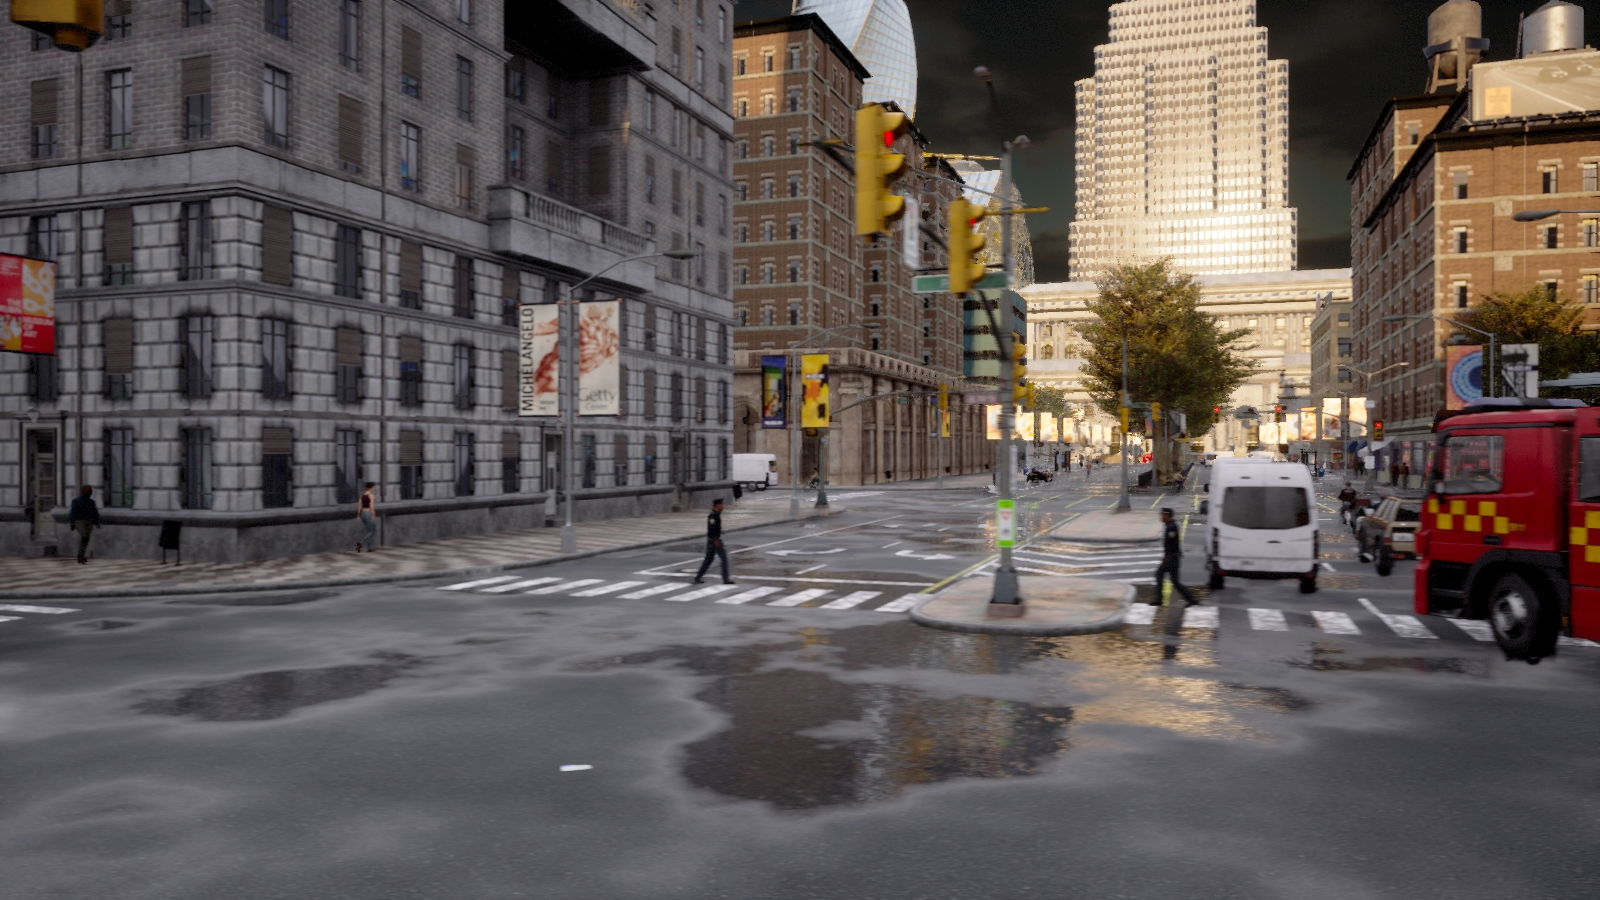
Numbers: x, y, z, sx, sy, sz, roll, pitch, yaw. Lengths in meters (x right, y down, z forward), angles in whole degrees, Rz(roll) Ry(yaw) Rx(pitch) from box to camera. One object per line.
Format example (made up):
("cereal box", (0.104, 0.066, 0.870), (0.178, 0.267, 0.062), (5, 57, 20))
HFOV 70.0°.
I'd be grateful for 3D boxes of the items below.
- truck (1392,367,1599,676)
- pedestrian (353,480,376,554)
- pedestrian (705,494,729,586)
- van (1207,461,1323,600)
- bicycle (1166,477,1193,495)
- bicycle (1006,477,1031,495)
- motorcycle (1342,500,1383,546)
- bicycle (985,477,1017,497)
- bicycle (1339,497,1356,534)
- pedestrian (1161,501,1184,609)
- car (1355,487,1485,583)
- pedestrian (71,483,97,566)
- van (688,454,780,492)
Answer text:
("truck", (11.685, 0.890, 13.558), (2.891, 3.827, 8.468), (0, 0, -21))
("pedestrian", (-11.099, 1.696, 29.117), (0.375, 1.860, 0.375), (0, 0, 27))
("pedestrian", (-1.709, 1.849, 23.646), (0.375, 1.860, 0.375), (0, 0, 19))
("van", (9.807, 1.534, 24.497), (1.988, 2.561, 5.915), (0, 0, 19))
("bicycle", (23.557, 2.256, 70.911), (1.487, 1.080, 0.859), (0, -1, -38))
("bicycle", (13.663, 2.256, 71.402), (1.487, 1.080, 0.859), (0, 0, 17))
("motorcycle", (17.226, 2.205, 35.011), (0.867, 1.251, 2.209), (0, 0, 20))
("bicycle", (11.845, 2.210, 67.480), (1.835, 1.171, 0.329), (0, 0, 3))
("bicycle", (18.598, 2.210, 38.802), (0.329, 1.171, 1.835), (0, 0, 19))
("pedestrian", (6.572, 1.849, 20.169), (0.375, 1.860, 0.375), (0, 0, 16))
("car", (14.262, 1.864, 26.546), (1.932, 1.855, 4.605), (0, 0, 19))
("pedestrian", (-16.352, 1.696, 26.097), (0.375, 1.860, 0.375), (0, 0, 25))
("van", (-4.503, 1.534, 77.648), (5.915, 2.561, 1.988), (0, 0, 19))
